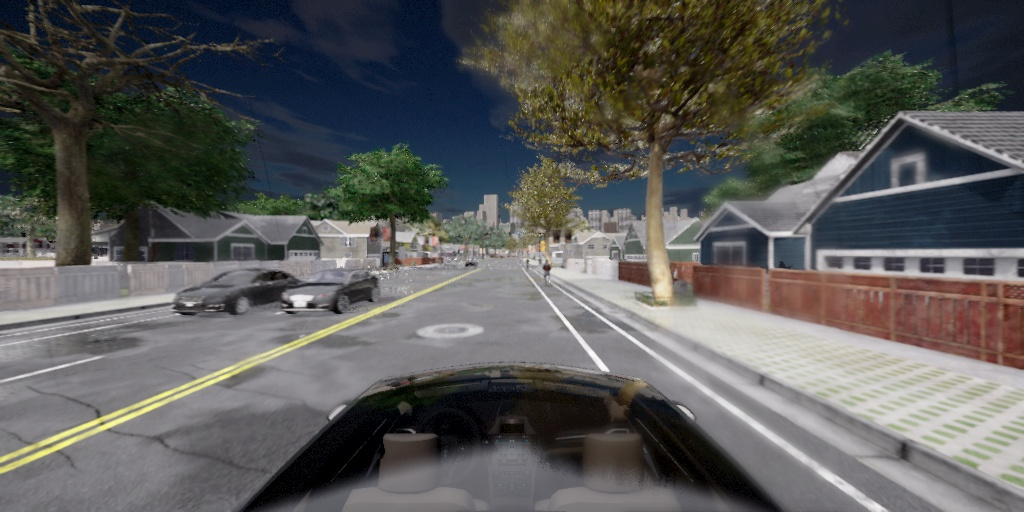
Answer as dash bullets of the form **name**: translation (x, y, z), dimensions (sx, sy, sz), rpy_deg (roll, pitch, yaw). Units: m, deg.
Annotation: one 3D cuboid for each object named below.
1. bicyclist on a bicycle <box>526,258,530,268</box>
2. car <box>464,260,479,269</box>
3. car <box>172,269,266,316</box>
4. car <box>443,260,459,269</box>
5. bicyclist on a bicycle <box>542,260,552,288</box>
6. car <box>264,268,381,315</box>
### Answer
- **bicyclist on a bicycle**: translation (2.250, 1.081, 51.007), dimensions (0.659, 1.776, 1.843), rpy_deg (0, 0, 0)
- **car**: translation (-6.464, 1.218, 57.170), dimensions (1.895, 1.301, 4.718), rpy_deg (0, 0, 0)
- **car**: translation (-9.842, 1.248, 13.374), dimensions (1.837, 1.490, 4.892), rpy_deg (0, 0, 0)
- **car**: translation (-9.714, 1.219, 57.172), dimensions (1.895, 1.301, 4.718), rpy_deg (0, 0, 0)
- **bicyclist on a bicycle**: translation (2.229, 1.105, 23.002), dimensions (0.659, 1.776, 1.843), rpy_deg (0, 0, 1)
- **car**: translation (-6.592, 1.233, 13.616), dimensions (2.128, 1.511, 4.902), rpy_deg (0, 0, 0)
